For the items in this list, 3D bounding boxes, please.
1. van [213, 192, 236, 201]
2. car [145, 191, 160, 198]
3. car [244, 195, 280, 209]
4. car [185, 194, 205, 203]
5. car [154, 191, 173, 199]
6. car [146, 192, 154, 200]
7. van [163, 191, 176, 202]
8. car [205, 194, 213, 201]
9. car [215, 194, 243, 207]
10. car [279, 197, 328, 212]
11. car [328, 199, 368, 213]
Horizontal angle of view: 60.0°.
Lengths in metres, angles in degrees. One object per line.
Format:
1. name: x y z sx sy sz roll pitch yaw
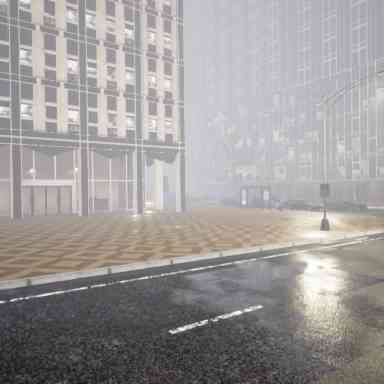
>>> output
1. van: 6.176 0.853 59.725 1.690 1.788 3.998 -1 1 -34
2. car: -9.918 0.684 83.148 1.967 1.590 4.097 0 1 -34
3. car: 8.833 1.386 40.870 1.802 1.307 4.206 -1 1 -34
4. car: -0.226 1.179 58.895 1.895 1.301 4.718 -1 1 -34
5. car: -6.699 0.613 78.462 2.192 1.841 5.009 0 1 -34
6. car: -10.387 1.038 69.036 2.008 1.369 4.403 0 1 -34
7. van: -3.949 0.936 59.666 1.690 1.788 3.998 0 1 -34
8. car: 2.958 1.041 64.413 1.802 1.307 4.206 -1 1 -34
9. car: 5.662 1.318 45.587 1.947 1.339 4.313 -1 1 -34
10. car: 12.038 1.422 36.174 1.947 1.339 4.313 -1 1 -34
11. car: 16.129 1.406 35.007 1.994 1.385 4.181 -1 1 -35
